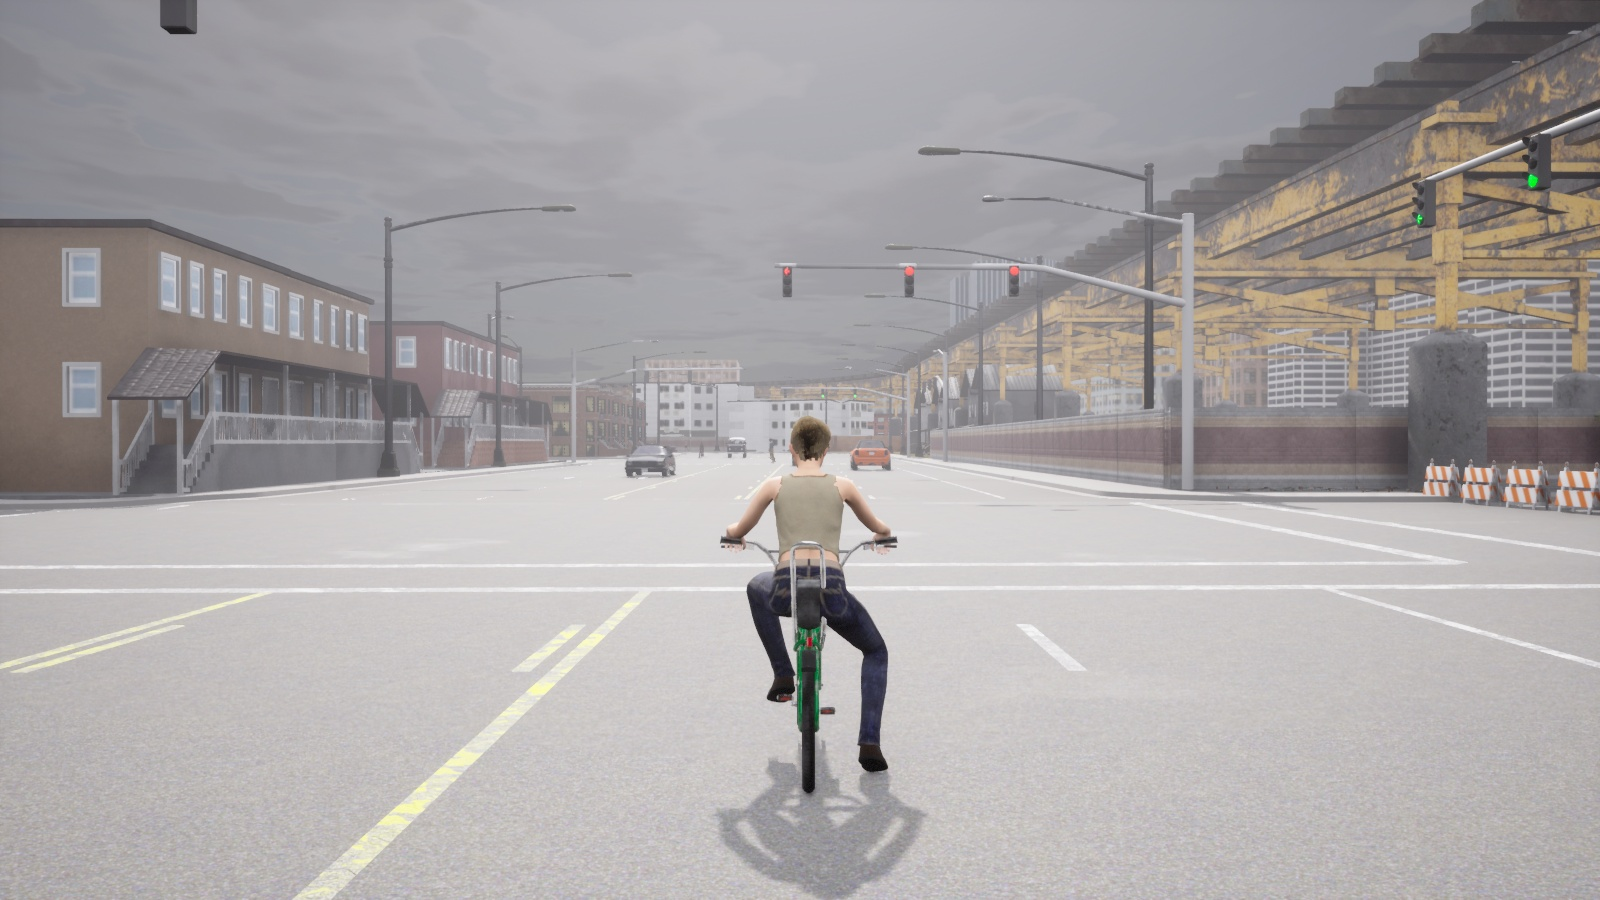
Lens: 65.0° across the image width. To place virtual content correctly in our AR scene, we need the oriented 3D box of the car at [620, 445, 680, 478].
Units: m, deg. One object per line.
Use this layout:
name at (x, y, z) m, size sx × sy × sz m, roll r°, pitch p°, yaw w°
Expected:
car at (-6.685, 0.469, 56.607) m, size 2.033 × 1.411 × 5.357 m, roll 0°, pitch 0°, yaw 0°

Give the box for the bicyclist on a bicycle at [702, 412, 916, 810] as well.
bicyclist on a bicycle at (0.041, 0.650, 5.845) m, size 0.866 × 1.612 × 1.509 m, roll 0°, pitch 0°, yaw 0°

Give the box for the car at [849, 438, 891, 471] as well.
car at (3.887, 0.212, 70.127) m, size 2.097 × 1.767 × 4.553 m, roll 0°, pitch 0°, yaw 0°
